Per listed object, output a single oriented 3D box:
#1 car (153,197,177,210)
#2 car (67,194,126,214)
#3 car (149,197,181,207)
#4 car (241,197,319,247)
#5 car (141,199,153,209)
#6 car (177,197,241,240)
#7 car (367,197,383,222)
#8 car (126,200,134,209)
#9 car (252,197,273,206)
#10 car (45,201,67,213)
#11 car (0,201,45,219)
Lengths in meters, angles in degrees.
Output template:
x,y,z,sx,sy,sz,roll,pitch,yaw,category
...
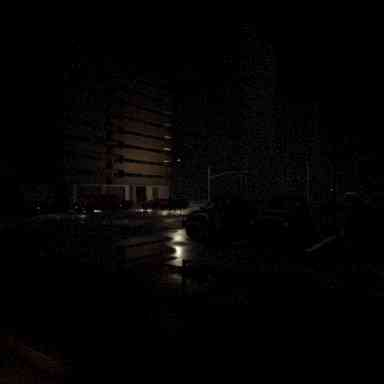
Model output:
x,y,z,sx,sy,sz,roll,pitch,yaw,category
-2.143,1.491,41.826,2.128,1.511,4.902,0,0,34,car
-10.305,1.221,36.295,2.150,2.045,5.566,0,0,34,car
-4.121,1.547,51.719,2.033,1.411,5.357,0,0,35,car
3.909,1.156,14.336,1.905,1.878,3.866,0,0,34,car
-4.497,1.547,44.933,2.033,1.411,5.357,0,0,34,car
1.542,1.153,16.003,1.932,1.855,4.605,0,0,34,car
15.935,1.395,27.290,1.970,1.475,3.806,0,0,34,car
-9.952,1.547,43.102,2.033,1.411,5.357,0,0,34,car
12.090,1.526,56.754,1.812,1.442,4.674,0,0,34,car
-15.327,1.601,35.098,1.895,1.301,4.718,0,0,34,car
-15.411,1.564,28.694,1.994,1.385,4.181,0,0,34,car
